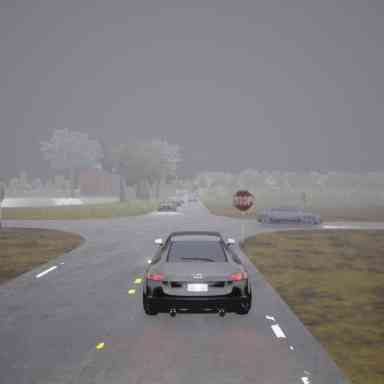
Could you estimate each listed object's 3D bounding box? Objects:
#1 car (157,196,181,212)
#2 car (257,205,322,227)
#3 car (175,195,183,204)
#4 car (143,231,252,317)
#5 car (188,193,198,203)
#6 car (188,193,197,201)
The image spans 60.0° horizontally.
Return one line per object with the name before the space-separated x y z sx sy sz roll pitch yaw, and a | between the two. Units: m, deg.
car | -2.746 1.547 38.315 1.994 1.385 4.181 0 0 2
car | 6.531 1.592 22.538 4.181 1.385 1.994 0 -1 16
car | -2.710 1.449 49.716 1.882 1.535 5.008 0 0 0
car | 0.075 1.565 7.561 1.994 1.385 4.181 0 0 -1
car | 0.157 1.489 69.679 1.994 1.385 4.181 0 0 0
car | 0.179 1.113 79.690 2.097 1.767 4.553 0 0 0
